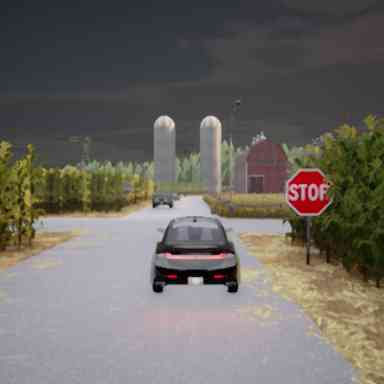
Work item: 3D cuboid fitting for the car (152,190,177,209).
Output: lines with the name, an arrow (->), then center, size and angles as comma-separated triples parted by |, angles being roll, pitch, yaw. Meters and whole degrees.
car -> -3.192, 0.742, 37.393 | 2.150, 2.045, 5.566 | 0, 0, 0

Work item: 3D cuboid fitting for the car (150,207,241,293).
car -> 0.079, 1.389, 8.574 | 2.128, 1.511, 4.902 | 0, 1, 0

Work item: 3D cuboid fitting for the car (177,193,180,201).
car -> -3.138, 0.835, 57.905 | 1.812, 1.442, 4.674 | 0, 1, 1
